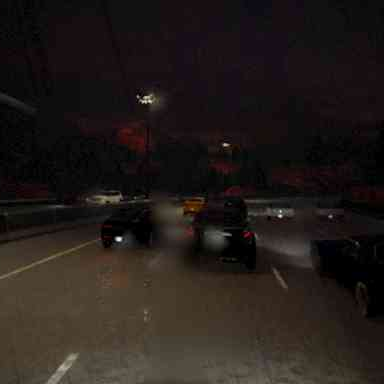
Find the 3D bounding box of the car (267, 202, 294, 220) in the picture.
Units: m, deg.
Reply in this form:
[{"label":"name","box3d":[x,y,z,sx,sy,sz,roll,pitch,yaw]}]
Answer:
[{"label":"car","box3d":[6.863,1.435,26.291,1.895,1.301,4.718,0,0,12]}]

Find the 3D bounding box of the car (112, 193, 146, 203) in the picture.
[{"label":"car","box3d":[-7.494,1.195,41.604,2.033,1.411,5.357,0,0,16]}]

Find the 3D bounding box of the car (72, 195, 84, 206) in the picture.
[{"label":"car","box3d":[-13.662,0.940,45.236,2.097,1.767,4.553,0,1,17]}]

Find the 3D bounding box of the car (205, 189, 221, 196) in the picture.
[{"label":"car","box3d":[5.124,0.361,79.815,2.150,2.045,5.566,1,0,30]}]

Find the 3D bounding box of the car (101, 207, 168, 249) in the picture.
[{"label":"car","box3d":[-2.266,1.386,14.086,1.837,1.490,4.892,0,0,7]}]

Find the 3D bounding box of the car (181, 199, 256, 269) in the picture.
[{"label":"car","box3d":[0.923,1.271,11.095,2.097,1.767,4.553,0,0,6]}]

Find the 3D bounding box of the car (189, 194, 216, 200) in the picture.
[{"label":"car","box3d":[0.584,1.251,30.154,1.882,1.535,5.008,0,0,13]}]

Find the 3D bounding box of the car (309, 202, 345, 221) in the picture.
[{"label":"car","box3d":[10.355,1.455,25.896,1.895,1.301,4.718,0,0,12]}]

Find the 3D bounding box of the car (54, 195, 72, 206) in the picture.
[{"label":"car","box3d":[-17.068,1.092,46.104,1.812,1.442,4.674,0,1,17]}]

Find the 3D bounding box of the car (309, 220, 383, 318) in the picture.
[{"label":"car","box3d":[4.027,1.566,7.192,1.895,1.301,4.718,0,0,5]}]

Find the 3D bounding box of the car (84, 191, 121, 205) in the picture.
[{"label":"car","box3d":[-10.878,0.846,42.448,2.150,2.045,5.566,0,0,16]}]
